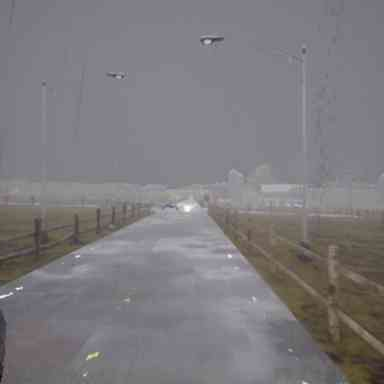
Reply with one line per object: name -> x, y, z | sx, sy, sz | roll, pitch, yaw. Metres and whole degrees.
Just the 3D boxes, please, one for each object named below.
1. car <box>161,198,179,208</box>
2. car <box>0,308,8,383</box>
car -> -2.764, 1.393, 42.228 | 2.097, 1.767, 4.553 | 0, -1, 0
car -> -2.847, 1.514, 1.563 | 1.837, 1.490, 4.892 | 0, 0, 0
